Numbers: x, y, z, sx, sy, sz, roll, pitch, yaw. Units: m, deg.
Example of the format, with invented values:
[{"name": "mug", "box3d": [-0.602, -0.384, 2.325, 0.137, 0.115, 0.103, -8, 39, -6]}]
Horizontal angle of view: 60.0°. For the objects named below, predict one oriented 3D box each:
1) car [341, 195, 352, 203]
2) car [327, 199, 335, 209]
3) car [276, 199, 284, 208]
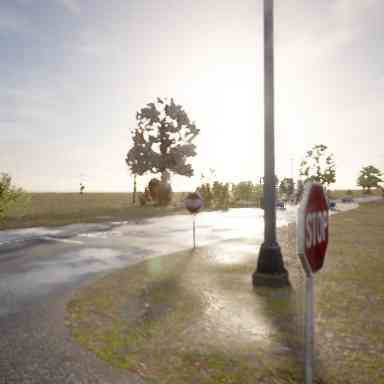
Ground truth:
[{"name": "car", "box3d": [38.368, 1.863, 82.434, 2.033, 1.411, 5.357, 0, 0, 34]}, {"name": "car", "box3d": [19.721, 1.723, 48.918, 1.882, 1.535, 5.008, 0, 0, 33]}, {"name": "car", "box3d": [12.424, 1.780, 50.608, 2.128, 1.511, 4.902, 0, 0, 34]}]
